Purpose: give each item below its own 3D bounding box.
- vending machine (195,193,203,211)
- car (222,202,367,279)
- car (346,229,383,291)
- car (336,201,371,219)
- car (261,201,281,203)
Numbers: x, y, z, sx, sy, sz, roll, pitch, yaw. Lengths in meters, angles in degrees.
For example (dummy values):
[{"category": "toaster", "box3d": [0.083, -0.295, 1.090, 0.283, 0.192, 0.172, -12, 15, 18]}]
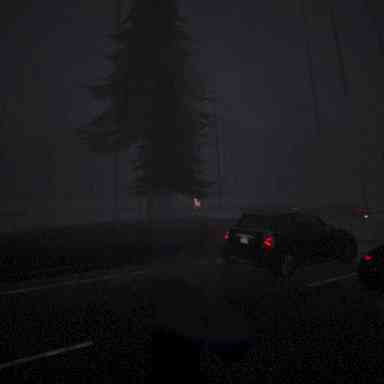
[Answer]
[{"category": "vending machine", "box3d": [0.856, 1.178, 40.500, 0.880, 2.100, 1.100, 0, 0, 2]}, {"category": "car", "box3d": [3.147, 1.349, 10.336, 4.553, 1.767, 2.097, 0, 0, -36]}, {"category": "car", "box3d": [5.784, 1.565, 7.838, 4.181, 1.385, 1.994, 0, 0, -35]}, {"category": "car", "box3d": [11.558, 1.502, 26.262, 1.837, 1.490, 4.892, 2, -1, -26]}, {"category": "car", "box3d": [6.291, 1.484, 27.127, 4.902, 1.511, 2.128, 0, 0, 45]}]
